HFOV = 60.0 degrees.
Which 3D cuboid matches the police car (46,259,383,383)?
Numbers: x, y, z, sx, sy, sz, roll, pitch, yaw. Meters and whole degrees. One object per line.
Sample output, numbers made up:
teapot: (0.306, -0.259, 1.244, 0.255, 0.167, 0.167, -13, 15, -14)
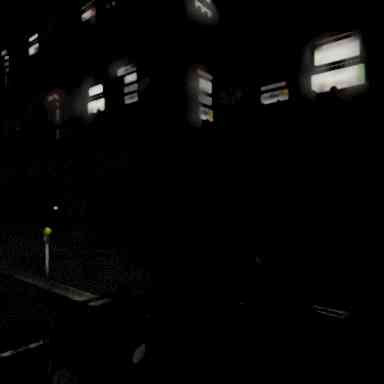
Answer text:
police car: (0.617, 1.452, 2.810, 5.238, 1.638, 1.930, 0, 0, 39)
